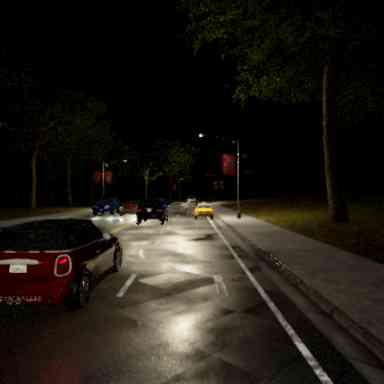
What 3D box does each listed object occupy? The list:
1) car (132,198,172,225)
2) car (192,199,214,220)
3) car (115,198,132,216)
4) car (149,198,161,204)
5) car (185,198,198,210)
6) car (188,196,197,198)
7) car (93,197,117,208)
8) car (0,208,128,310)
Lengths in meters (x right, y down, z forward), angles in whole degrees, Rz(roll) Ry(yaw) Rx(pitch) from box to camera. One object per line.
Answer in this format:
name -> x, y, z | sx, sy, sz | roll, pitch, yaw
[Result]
car -> -3.149, 1.501, 27.220 | 2.150, 2.045, 5.566 | 0, -1, 0
car -> 1.139, 1.790, 32.369 | 1.801, 1.575, 5.366 | 0, -1, 0
car -> -6.591, 1.731, 36.389 | 2.097, 1.767, 4.553 | 0, -1, 0
car -> -8.870, 2.085, 80.027 | 1.895, 1.301, 4.718 | 0, -1, 6
car -> 0.003, 2.077, 51.776 | 1.812, 1.442, 4.674 | 0, -1, 0
car -> 0.069, 1.873, 68.387 | 2.150, 2.045, 5.566 | 0, -1, 3
car -> -9.844, 1.626, 38.735 | 2.150, 2.045, 5.566 | 0, -1, 0
car -> -3.150, 1.435, 8.165 | 2.097, 1.767, 4.553 | 0, -1, 0
